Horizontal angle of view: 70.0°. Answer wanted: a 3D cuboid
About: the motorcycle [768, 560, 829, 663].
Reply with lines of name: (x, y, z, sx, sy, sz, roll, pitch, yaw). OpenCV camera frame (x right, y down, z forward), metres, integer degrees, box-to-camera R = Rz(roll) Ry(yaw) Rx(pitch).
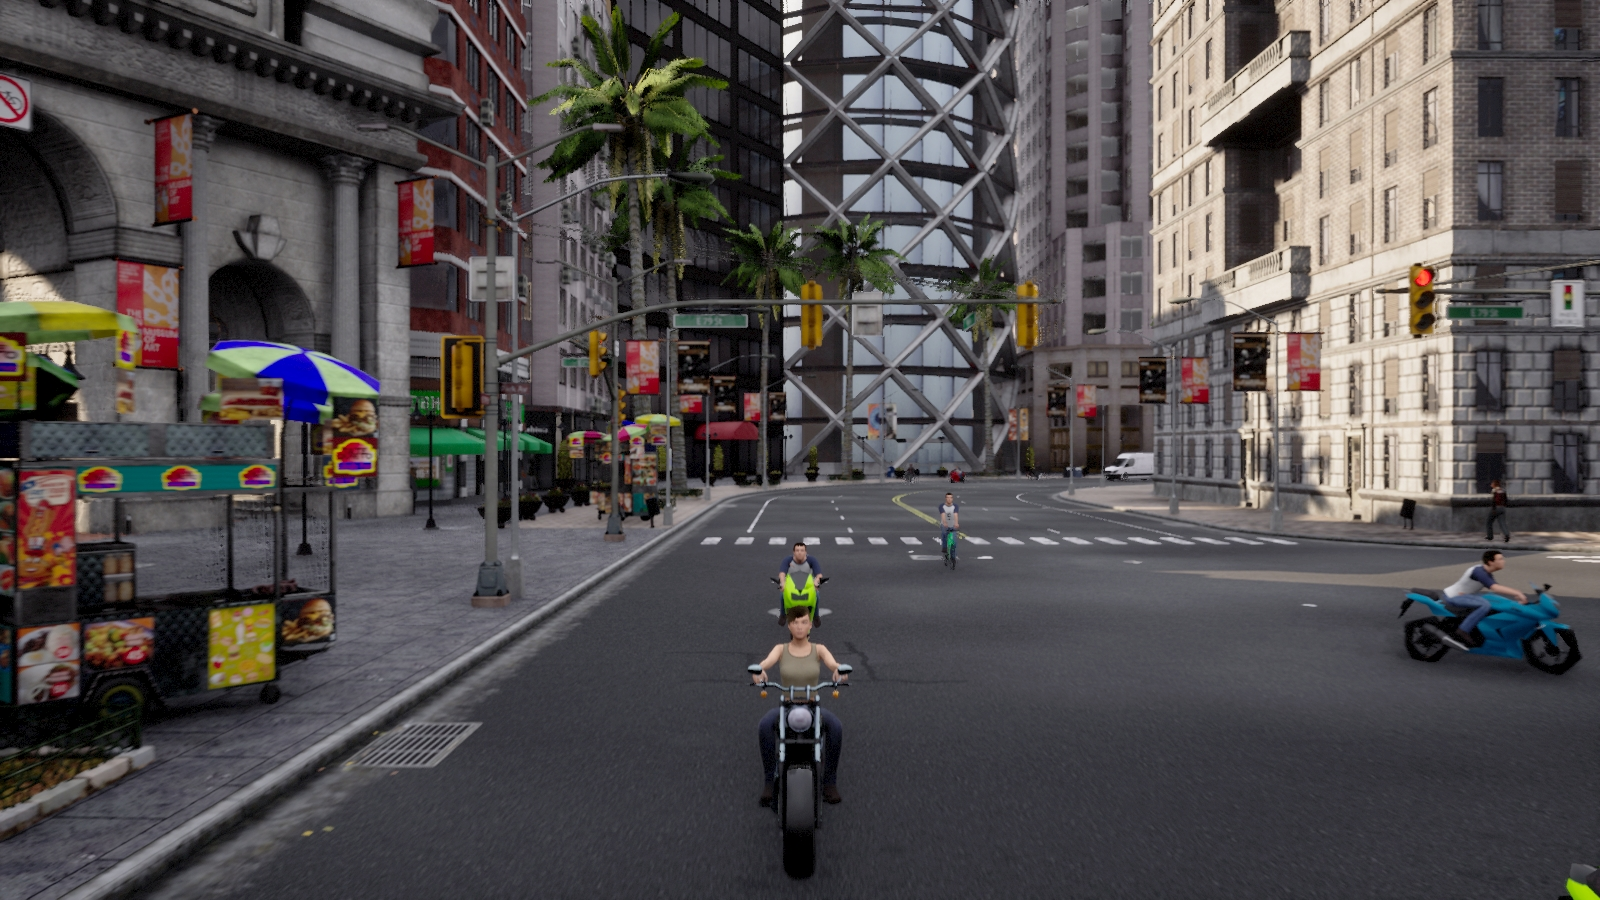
motorcycle: (-0.020, 2.213, 15.968, 0.803, 1.145, 2.033, 0, 0, 0)

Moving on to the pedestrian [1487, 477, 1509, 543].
pedestrian: (19.898, 1.696, 32.570, 0.375, 1.860, 0.375, 0, 0, -4)

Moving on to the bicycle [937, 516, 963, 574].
bicycle: (3.503, 2.206, 26.739, 0.373, 1.196, 1.643, 0, 0, 0)

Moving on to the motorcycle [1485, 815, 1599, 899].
motorcycle: (3.480, 2.213, 4.114, 0.803, 1.145, 2.033, 0, 0, 0)

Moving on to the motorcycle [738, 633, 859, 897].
motorcycle: (-0.010, 2.170, 8.363, 0.764, 1.277, 2.356, 0, 0, 0)
